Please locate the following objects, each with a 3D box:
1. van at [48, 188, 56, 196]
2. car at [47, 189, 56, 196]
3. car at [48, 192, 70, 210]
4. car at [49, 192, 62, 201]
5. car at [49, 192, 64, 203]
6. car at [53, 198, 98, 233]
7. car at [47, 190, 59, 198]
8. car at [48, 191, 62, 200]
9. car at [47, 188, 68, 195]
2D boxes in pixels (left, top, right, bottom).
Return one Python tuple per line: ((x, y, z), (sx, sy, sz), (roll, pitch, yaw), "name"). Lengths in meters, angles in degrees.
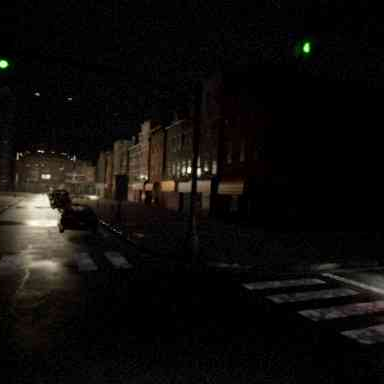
((-32.400, -0.013, 76.939), (1.690, 1.788, 3.998), (3, 0, -24), "van")
((-34.607, 0.004, 81.910), (1.967, 1.590, 4.097), (3, 0, -24), "car")
((-12.597, 0.984, 32.198), (1.887, 1.381, 4.507), (3, 0, -24), "car")
((-21.404, 0.656, 52.082), (1.802, 1.307, 4.206), (3, 0, -24), "car")
((-19.203, 0.745, 47.111), (1.802, 1.307, 4.206), (3, 0, -24), "car")
((-5.994, 1.273, 17.285), (1.887, 1.381, 4.507), (3, 0, -24), "car")
((-28.008, 0.379, 66.995), (1.947, 1.339, 4.313), (3, 0, -24), "car")
((-23.604, 0.536, 57.053), (2.008, 1.369, 4.403), (3, 0, -24), "car")
((-14.785, 0.661, 37.170), (2.192, 1.841, 5.009), (3, 0, -24), "car")
